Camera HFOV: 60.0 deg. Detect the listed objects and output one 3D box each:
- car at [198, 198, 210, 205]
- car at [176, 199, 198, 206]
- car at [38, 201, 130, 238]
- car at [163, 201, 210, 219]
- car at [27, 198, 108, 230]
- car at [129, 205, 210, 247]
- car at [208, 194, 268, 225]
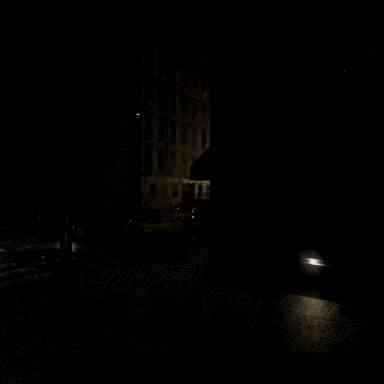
[{"bbox_3d":[2.833,1.314,19.662,2.192,1.841,5.009,0,0,36],"label":"car"},{"bbox_3d":[0.613,1.322,25.992,2.097,1.767,4.553,0,0,35],"label":"car"},{"bbox_3d":[-5.222,1.457,17.823,1.882,1.535,5.008,0,0,34],"label":"car"},{"bbox_3d":[-0.394,1.522,28.956,1.947,1.339,4.313,0,0,36],"label":"car"},{"bbox_3d":[-6.994,1.282,19.714,2.192,1.841,5.009,0,0,36],"label":"car"},{"bbox_3d":[-0.371,1.530,15.180,1.752,1.417,4.829,0,0,36],"label":"car"},{"bbox_3d":[3.657,1.203,25.182,2.150,2.045,5.566,0,0,36],"label":"car"}]
